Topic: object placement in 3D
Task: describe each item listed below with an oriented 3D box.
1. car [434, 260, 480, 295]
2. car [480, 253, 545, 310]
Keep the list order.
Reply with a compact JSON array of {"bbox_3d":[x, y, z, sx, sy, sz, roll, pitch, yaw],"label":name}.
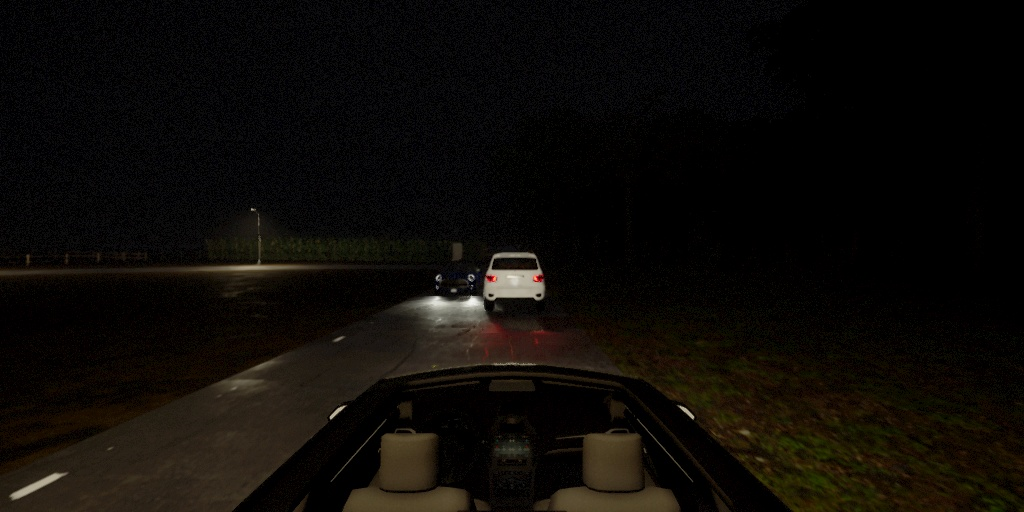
[{"bbox_3d":[-2.751,1.035,19.183,2.097,1.767,4.553,0,0,0],"label":"car"},{"bbox_3d":[0.097,0.925,14.538,2.150,2.045,5.566,0,0,0],"label":"car"}]
